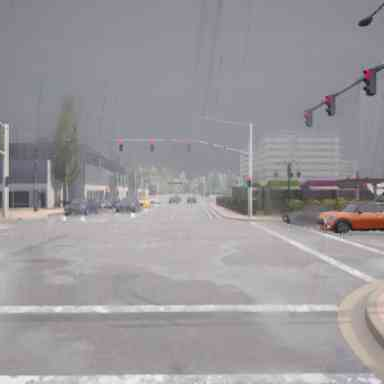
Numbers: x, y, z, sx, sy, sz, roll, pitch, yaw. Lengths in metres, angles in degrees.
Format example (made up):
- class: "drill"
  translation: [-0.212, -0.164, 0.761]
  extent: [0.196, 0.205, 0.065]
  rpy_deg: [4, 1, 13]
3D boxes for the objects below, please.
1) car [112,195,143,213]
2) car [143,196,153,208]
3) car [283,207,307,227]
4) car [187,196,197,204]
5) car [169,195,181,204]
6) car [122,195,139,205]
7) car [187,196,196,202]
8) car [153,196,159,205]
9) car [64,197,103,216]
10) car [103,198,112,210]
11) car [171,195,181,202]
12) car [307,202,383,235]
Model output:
- class: "car"
  translation: [-7.115, 1.357, 37.300]
  extent: [2.097, 1.767, 4.553]
  rpy_deg: [0, 0, 0]
- class: "car"
  translation: [-7.119, 1.484, 47.266]
  extent: [1.882, 1.535, 5.008]
  rpy_deg: [0, 0, 0]
- class: "car"
  translation: [8.180, 1.567, 22.020]
  extent: [4.181, 1.385, 1.994]
  rpy_deg: [0, 0, -1]
- class: "car"
  translation: [-0.050, 1.501, 64.766]
  extent: [2.128, 1.511, 4.902]
  rpy_deg: [0, 0, 0]
- class: "car"
  translation: [-3.550, 1.557, 64.763]
  extent: [2.033, 1.411, 5.357]
  rpy_deg: [0, 0, 0]
- class: "car"
  translation: [-10.612, 1.360, 57.772]
  extent: [2.097, 1.767, 4.553]
  rpy_deg: [0, 0, 0]
- class: "car"
  translation: [-0.058, 1.478, 75.071]
  extent: [1.895, 1.301, 4.718]
  rpy_deg: [0, 0, 0]
- class: "car"
  translation: [-7.092, 1.534, 61.314]
  extent: [1.812, 1.442, 4.674]
  rpy_deg: [0, 0, 1]
- class: "car"
  translation: [-10.701, 1.357, 32.459]
  extent: [2.097, 1.767, 4.553]
  rpy_deg: [0, 0, 2]
- class: "car"
  translation: [-10.626, 1.497, 42.105]
  extent: [2.128, 1.511, 4.902]
  rpy_deg: [0, 0, 0]
- class: "car"
  translation: [-3.558, 1.436, 75.036]
  extent: [1.994, 1.385, 4.181]
  rpy_deg: [0, 0, 0]
- class: "car"
  translation: [9.195, 1.355, 18.431]
  extent: [4.553, 1.767, 2.097]
  rpy_deg: [0, 0, -3]
